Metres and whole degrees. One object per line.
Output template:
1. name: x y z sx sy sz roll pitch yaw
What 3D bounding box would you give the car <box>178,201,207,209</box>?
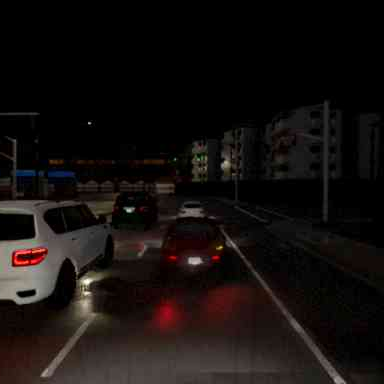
1. car: 0.045 1.323 22.521 1.812 1.442 4.674 0 1 0

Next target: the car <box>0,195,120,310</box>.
1. car: -3.433 1.185 7.850 2.150 2.045 5.566 0 1 0

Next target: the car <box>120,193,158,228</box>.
1. car: -3.462 1.053 20.982 2.150 2.045 5.566 0 1 0

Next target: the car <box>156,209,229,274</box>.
1. car: 0.055 1.473 10.311 1.812 1.442 4.674 0 1 0
